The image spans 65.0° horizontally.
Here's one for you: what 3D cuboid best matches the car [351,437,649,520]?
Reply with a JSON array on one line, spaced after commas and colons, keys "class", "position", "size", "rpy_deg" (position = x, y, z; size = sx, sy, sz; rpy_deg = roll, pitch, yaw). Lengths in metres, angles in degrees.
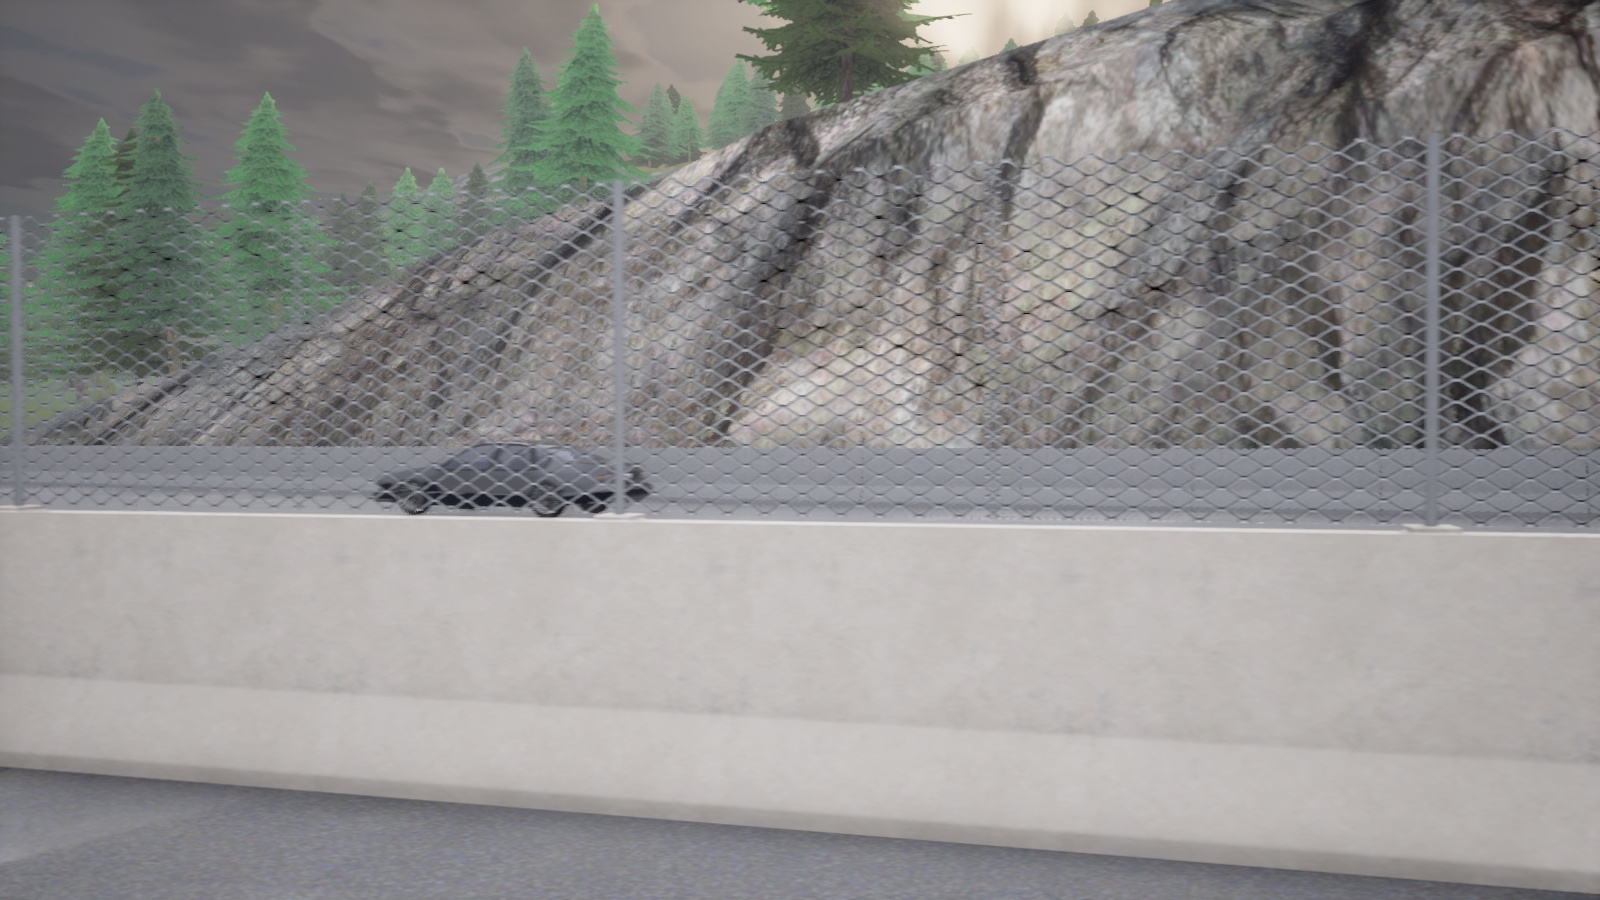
[{"class": "car", "position": [-5.740, 0.475, 23.958], "size": [5.357, 1.411, 2.033], "rpy_deg": [1, 1, 23]}]
